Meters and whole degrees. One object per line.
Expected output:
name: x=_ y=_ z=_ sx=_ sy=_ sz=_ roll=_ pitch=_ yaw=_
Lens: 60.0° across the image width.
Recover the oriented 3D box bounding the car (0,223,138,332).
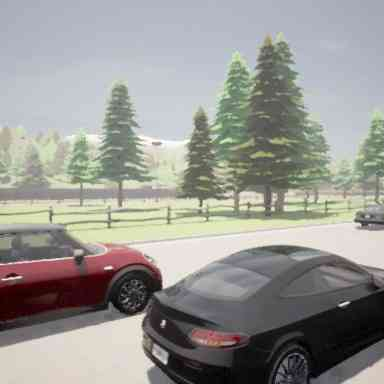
car: x=-2.799 y=1.350 z=6.050 sx=4.553 sy=1.767 sz=2.097 roll=0 pitch=0 yaw=-36

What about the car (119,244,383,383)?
car: x=1.534 y=1.519 z=4.842 sx=4.674 sy=1.442 sz=1.812 roll=0 pitch=0 yaw=-36

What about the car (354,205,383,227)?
car: x=12.501 y=1.511 z=21.267 sx=5.357 sy=1.411 sz=2.033 roll=0 pitch=0 yaw=-36
